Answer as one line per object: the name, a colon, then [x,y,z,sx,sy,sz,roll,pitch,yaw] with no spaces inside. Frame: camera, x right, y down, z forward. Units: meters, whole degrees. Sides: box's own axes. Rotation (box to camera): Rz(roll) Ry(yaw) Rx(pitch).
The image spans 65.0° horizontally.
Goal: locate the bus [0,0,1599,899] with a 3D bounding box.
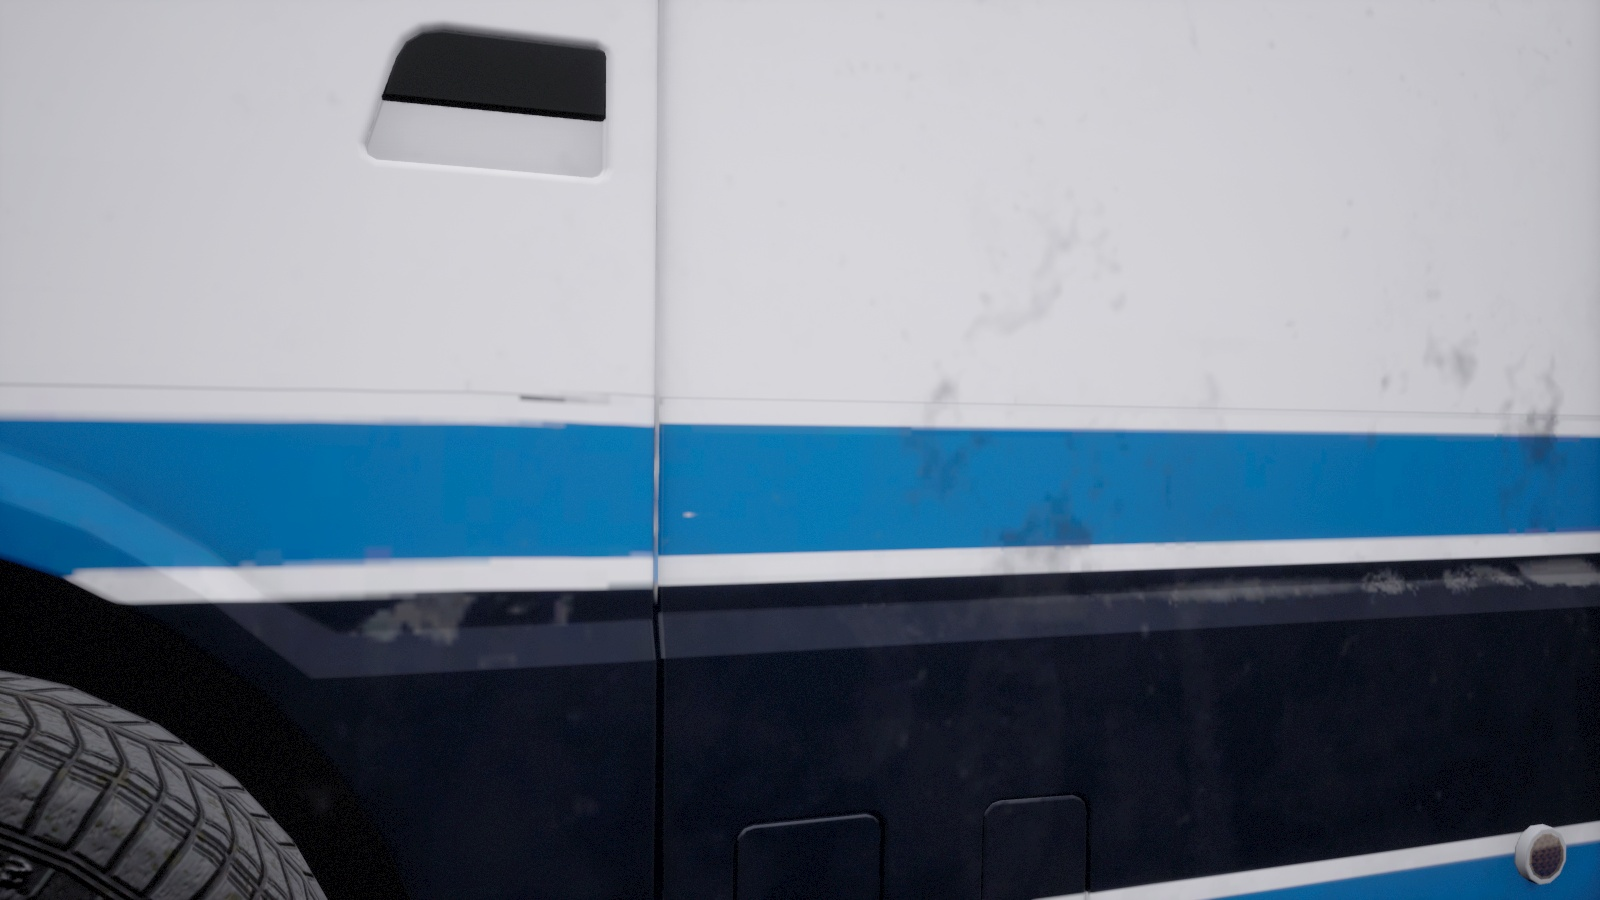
bus: [1.219,-0.652,3.684,10.273,4.253,3.944,-1,1,-21]
